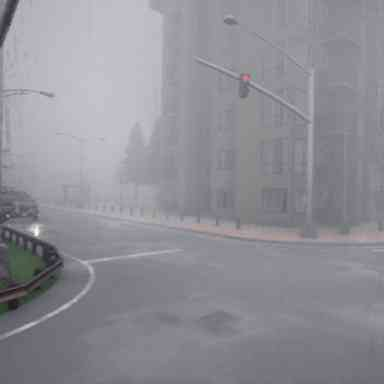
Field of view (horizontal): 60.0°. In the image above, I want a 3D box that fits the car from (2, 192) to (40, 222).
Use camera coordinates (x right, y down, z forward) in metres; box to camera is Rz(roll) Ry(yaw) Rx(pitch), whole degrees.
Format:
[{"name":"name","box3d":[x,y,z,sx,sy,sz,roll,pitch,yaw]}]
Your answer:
[{"name":"car","box3d":[-12.854,1.015,24.156,2.150,2.045,5.566,1,2,-40]}]
